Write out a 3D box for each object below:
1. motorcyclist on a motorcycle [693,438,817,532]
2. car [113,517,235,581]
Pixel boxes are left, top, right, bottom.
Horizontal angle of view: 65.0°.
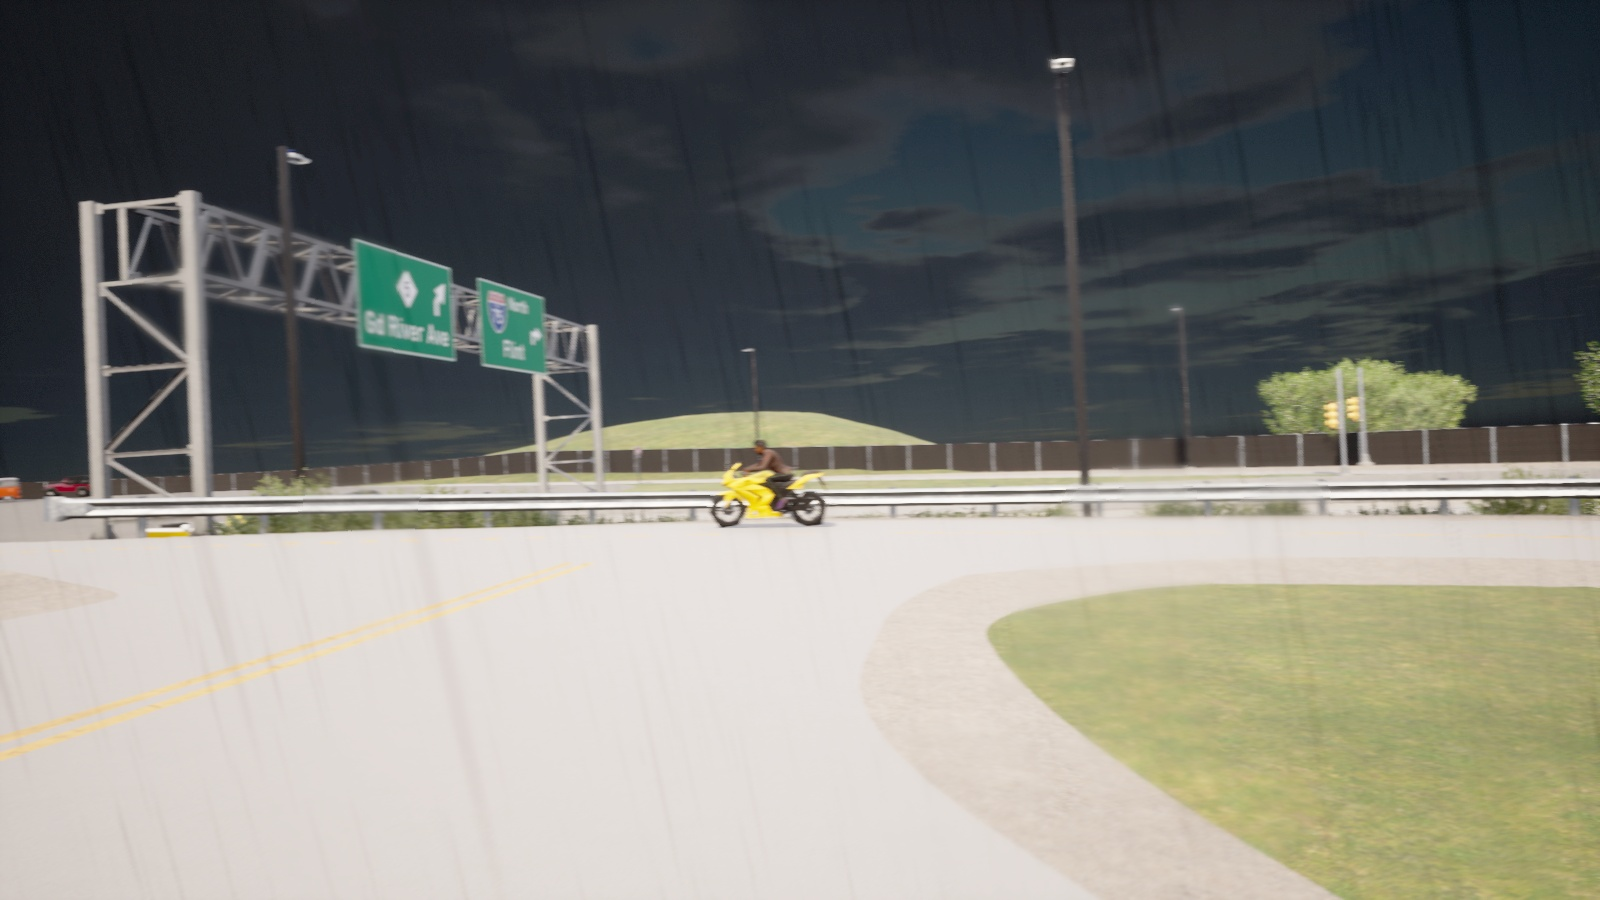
[{"bbox_3d":[-0.778,0.587,21.512,2.044,1.523,0.797,-2,0,-3],"label":"motorcyclist on a motorcycle"},{"bbox_3d":[-15.498,2.442,31.134,2.207,1.376,1.481,-3,0,10],"label":"car"}]
